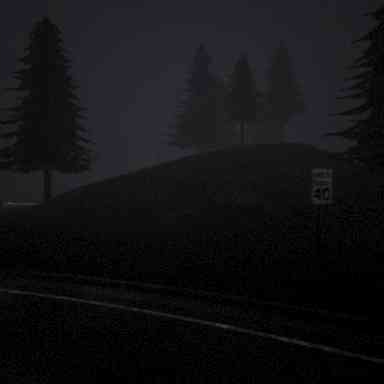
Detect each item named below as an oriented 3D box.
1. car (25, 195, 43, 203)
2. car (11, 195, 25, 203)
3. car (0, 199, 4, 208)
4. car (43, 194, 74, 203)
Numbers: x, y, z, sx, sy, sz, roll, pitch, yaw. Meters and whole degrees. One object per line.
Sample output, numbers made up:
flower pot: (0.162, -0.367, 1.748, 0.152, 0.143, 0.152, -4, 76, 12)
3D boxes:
car: (-26.843, 1.245, 59.021, 1.994, 1.385, 4.181, 0, 0, 14)
car: (-30.271, 1.240, 59.730, 1.994, 1.385, 4.181, 0, 0, 15)
car: (-24.671, 1.302, 39.687, 1.812, 1.442, 4.674, 0, 0, 15)
car: (-23.374, 1.103, 58.440, 2.097, 1.767, 4.553, 0, 0, 14)
